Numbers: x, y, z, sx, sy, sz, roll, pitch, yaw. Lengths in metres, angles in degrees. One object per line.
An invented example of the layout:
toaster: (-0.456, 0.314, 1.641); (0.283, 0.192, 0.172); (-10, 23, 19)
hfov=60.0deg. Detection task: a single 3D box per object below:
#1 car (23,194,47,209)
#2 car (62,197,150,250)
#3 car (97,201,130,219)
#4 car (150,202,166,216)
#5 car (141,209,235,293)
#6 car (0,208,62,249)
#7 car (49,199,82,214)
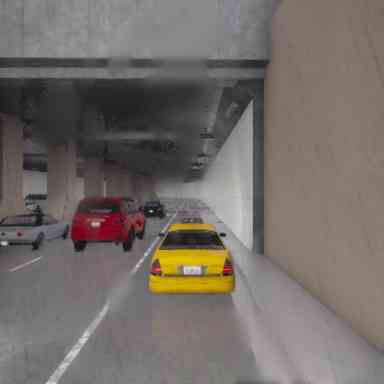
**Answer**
car: (-17.396, 1.206, 37.111); (2.150, 2.045, 5.566); (0, 0, 0)
car: (-3.395, 1.216, 14.424); (2.150, 2.045, 5.566); (0, 0, 0)
car: (-6.892, 1.564, 29.717); (1.994, 1.385, 4.181); (0, 0, 0)
car: (-3.391, 1.564, 29.680); (1.994, 1.385, 4.181); (0, 0, 0)
car: (0.005, 1.457, 8.840); (1.801, 1.575, 5.366); (0, 0, 0)
car: (-6.894, 1.601, 14.515); (1.895, 1.301, 4.718); (0, 0, 0)
car: (-13.899, 1.512, 36.847); (1.837, 1.490, 4.892); (0, 0, 0)
